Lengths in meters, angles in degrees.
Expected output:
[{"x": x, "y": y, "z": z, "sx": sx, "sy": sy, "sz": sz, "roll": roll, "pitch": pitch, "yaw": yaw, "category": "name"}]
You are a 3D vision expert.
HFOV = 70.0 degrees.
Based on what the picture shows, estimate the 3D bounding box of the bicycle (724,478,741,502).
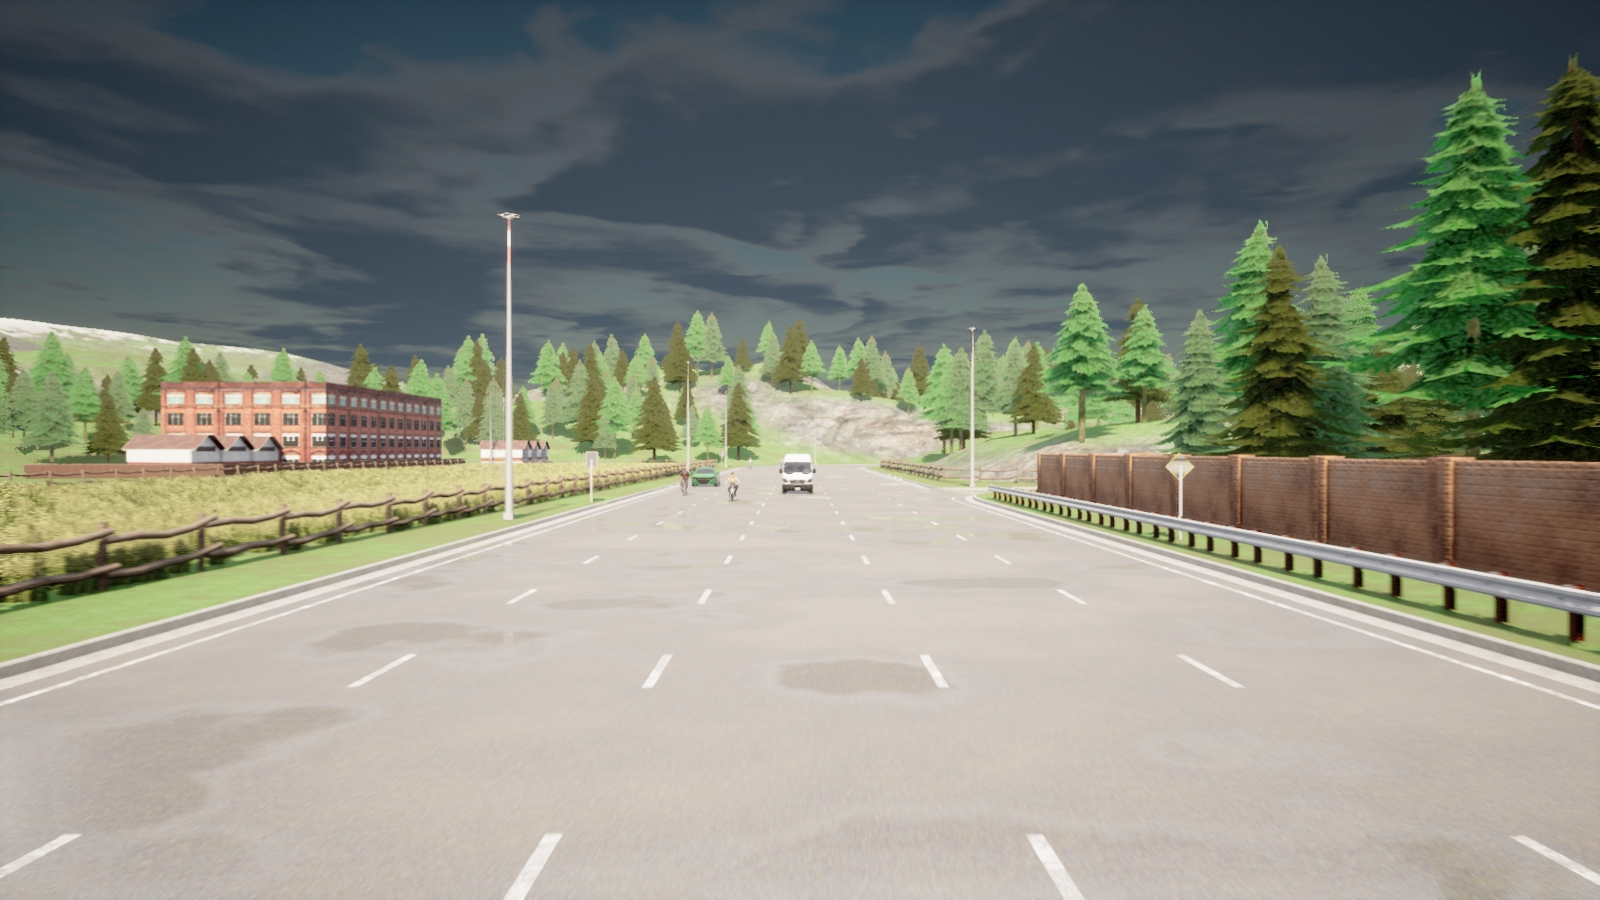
[{"x": -3.629, "y": 2.156, "z": 61.610, "sx": 0.859, "sy": 1.276, "sz": 1.487, "roll": 0, "pitch": 0, "yaw": 0, "category": "bicycle"}]

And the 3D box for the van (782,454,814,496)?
[{"x": -0.148, "y": 1.533, "z": 73.421, "sx": 1.988, "sy": 2.561, "sz": 5.915, "roll": 0, "pitch": 0, "yaw": 0, "category": "van"}]

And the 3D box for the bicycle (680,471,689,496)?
[{"x": -7.053, "y": 2.058, "z": 69.586, "sx": 0.329, "sy": 1.471, "sz": 1.835, "roll": 0, "pitch": 0, "yaw": 1, "category": "bicycle"}]
